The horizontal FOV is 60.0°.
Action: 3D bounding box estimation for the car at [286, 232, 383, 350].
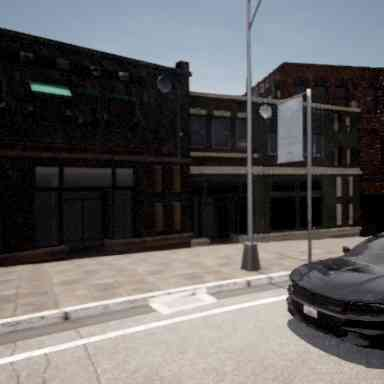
[{"bbox_3d":[3.968,1.440,5.823,5.008,1.535,1.882,0,0,-25],"label":"car"}]
